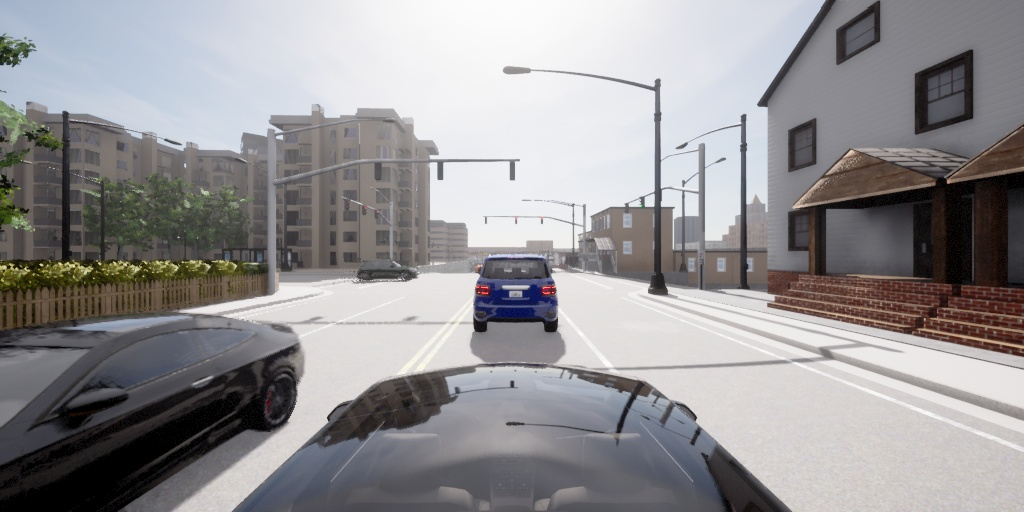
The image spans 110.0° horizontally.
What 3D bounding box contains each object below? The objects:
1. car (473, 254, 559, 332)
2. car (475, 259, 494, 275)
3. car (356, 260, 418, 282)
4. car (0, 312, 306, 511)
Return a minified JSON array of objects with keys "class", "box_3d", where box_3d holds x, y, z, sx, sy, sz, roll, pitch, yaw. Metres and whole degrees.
[{"class":"car","box_3d":[0.102,0.971,10.959,2.150,2.045,5.566,0,0,0]},{"class":"car","box_3d":[-3.552,1.506,46.980,2.097,1.767,4.553,1,-5,0]},{"class":"car","box_3d":[-9.840,1.093,28.580,4.553,1.767,2.097,0,0,-8]},{"class":"car","box_3d":[-3.589,1.276,2.884,1.812,1.442,4.674,0,0,0]}]
